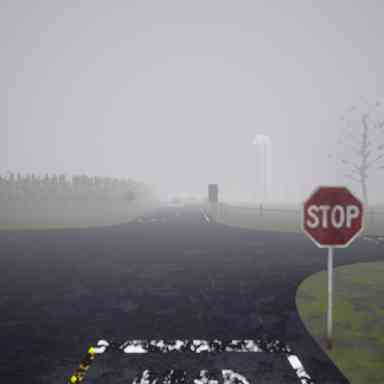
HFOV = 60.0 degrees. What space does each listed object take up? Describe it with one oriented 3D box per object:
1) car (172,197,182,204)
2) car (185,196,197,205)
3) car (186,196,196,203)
[{"bbox_3d":[-2.955,1.675,65.535,1.895,1.301,4.718,0,0,0],"label":"car"},{"bbox_3d":[-0.189,1.542,60.976,1.882,1.535,5.008,0,0,0],"label":"car"},{"bbox_3d":[-0.225,1.538,71.395,2.128,1.511,4.902,0,0,0],"label":"car"}]
